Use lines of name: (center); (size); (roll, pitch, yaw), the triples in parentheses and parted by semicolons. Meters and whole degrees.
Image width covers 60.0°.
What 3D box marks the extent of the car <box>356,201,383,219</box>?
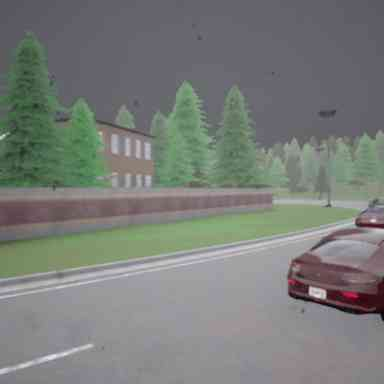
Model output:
car: (10.697, 1.429, 18.648); (1.994, 1.385, 4.181); (-1, 0, 42)

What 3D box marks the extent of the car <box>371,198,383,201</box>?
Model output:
car: (20.862, 1.296, 36.636); (1.994, 1.385, 4.181); (-1, 0, 13)

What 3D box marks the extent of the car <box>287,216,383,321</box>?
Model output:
car: (3.838, 1.480, 7.000); (4.674, 1.442, 1.812); (-1, 0, -40)
